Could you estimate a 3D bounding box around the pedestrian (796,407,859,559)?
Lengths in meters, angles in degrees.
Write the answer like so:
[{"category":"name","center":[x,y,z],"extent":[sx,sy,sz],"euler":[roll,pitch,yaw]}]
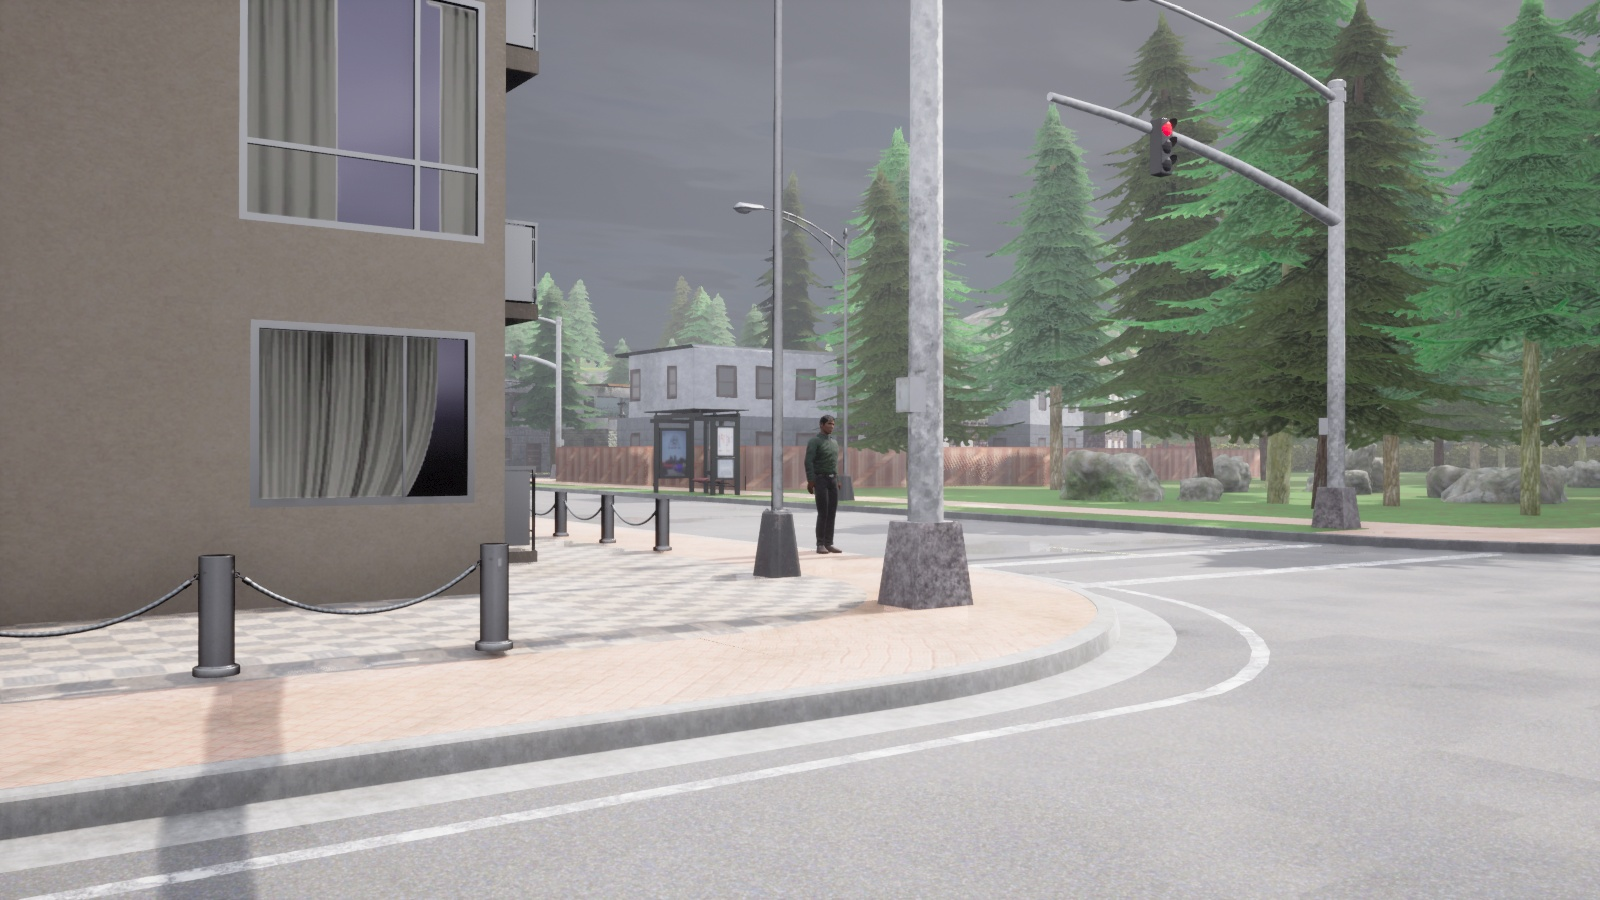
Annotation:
[{"category":"pedestrian","center":[0.359,0.430,16.557],"extent":[0.423,1.949,0.788],"euler":[0,0,-37]}]
